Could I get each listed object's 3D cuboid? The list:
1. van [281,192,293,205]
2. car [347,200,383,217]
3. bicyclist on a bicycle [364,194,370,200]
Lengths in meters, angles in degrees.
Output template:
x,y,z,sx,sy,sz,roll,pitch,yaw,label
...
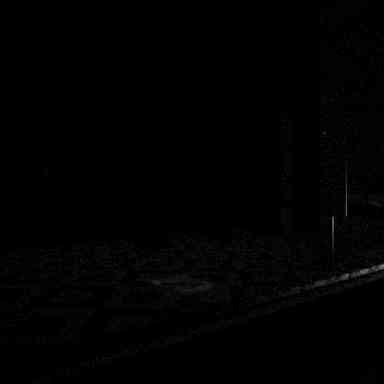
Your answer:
x,y,z,sx,sy,sz,roll,pitch,yaw,label
12.199,0.930,46.548,1.690,1.788,3.998,1,0,-36,van
14.771,1.366,28.275,2.008,1.369,4.403,1,0,-36,car
20.789,1.029,39.608,1.656,1.620,0.582,0,1,-36,bicyclist on a bicycle
